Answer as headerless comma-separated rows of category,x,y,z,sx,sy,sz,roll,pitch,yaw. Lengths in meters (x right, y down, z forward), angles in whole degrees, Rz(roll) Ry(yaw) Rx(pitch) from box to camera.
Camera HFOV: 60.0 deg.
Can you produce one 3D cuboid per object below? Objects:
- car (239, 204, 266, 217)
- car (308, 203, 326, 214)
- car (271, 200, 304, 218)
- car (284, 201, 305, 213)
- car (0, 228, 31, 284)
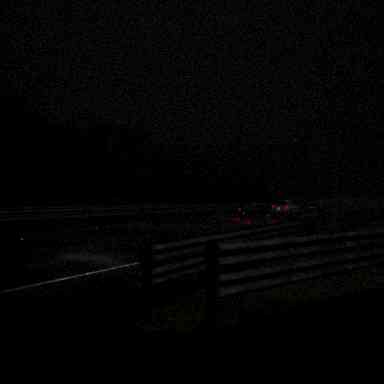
car,7.054,2.159,38.882,1.812,1.442,4.674,0,-1,35
car,19.019,2.471,50.528,1.837,1.490,4.892,0,-1,33
car,10.875,1.904,38.248,2.150,2.045,5.566,0,-1,34
car,16.304,2.303,52.764,2.097,1.767,4.553,0,-1,33
car,-6.813,1.320,7.755,2.150,2.045,5.566,0,-1,37
